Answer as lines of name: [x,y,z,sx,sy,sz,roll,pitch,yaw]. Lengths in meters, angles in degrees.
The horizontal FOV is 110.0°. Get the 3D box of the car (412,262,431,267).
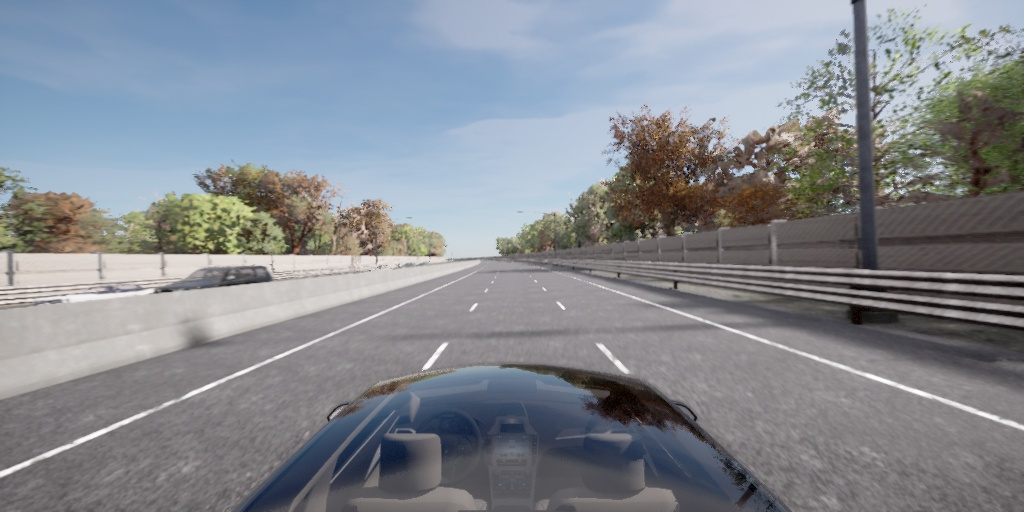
car: [-14.340,1.788,58.626,2.097,1.767,4.553,-2,0,-1]

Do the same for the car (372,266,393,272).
car: [-21.325,2.282,59.154,1.895,1.301,4.718,-2,0,-1]

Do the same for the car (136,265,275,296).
car: [-13.926,1.514,17.202,2.150,2.045,5.566,-2,0,0]

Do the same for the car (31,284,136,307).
car: [-20.905,2.146,18.440,1.895,1.301,4.718,-2,0,0]

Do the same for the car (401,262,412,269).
car: [-17.912,1.922,62.656,2.097,1.767,4.553,-2,0,-1]
